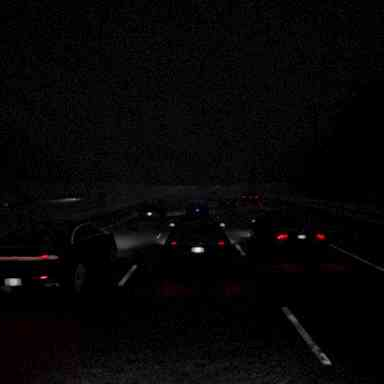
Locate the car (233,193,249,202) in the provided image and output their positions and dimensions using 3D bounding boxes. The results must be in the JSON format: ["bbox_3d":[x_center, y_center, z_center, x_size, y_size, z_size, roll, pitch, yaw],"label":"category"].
[{"bbox_3d":[8.088,0.878,55.074,2.033,1.411,5.357,0,1,2],"label":"car"}]

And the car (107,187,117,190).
[{"bbox_3d":[-19.272,-0.191,79.725,2.150,2.045,5.566,0,1,2],"label":"car"}]

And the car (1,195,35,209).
[{"bbox_3d":[-20.348,1.143,39.131,2.128,1.511,4.902,0,1,2],"label":"car"}]

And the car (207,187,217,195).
[{"bbox_3d":[5.400,0.065,85.930,1.882,1.535,5.008,0,2,2],"label":"car"}]

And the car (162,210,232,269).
[{"bbox_3d":[0.180,1.520,11.010,1.994,1.385,4.181,0,0,1],"label":"car"}]

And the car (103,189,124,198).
[{"bbox_3d":[-12.936,0.797,56.391,1.882,1.535,5.008,0,1,2],"label":"car"}]

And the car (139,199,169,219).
[{"bbox_3d":[-3.047,1.315,26.767,1.837,1.490,4.892,0,1,1],"label":"car"}]

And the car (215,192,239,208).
[{"bbox_3d":[4.215,1.082,40.975,1.882,1.535,5.008,0,1,2],"label":"car"}]

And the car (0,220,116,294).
[{"bbox_3d":[-3.342,1.464,8.687,2.128,1.511,4.902,0,0,0],"label":"car"}]

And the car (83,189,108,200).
[{"bbox_3d":[-16.407,0.794,57.326,2.128,1.511,4.902,0,1,2],"label":"car"}]

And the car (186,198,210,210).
[{"bbox_3d":[0.499,1.262,28.683,1.882,1.535,5.008,0,1,1],"label":"car"}]

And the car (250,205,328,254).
[{"bbox_3d":[3.590,1.483,13.270,2.033,1.411,5.357,0,1,1],"label":"car"}]

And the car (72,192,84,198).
[{"bbox_3d":[-23.060,0.626,68.828,1.895,1.301,4.718,0,1,2],"label":"car"}]

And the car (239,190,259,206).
[{"bbox_3d":[7.716,0.747,45.444,2.150,2.045,5.566,0,1,3],"label":"car"}]
